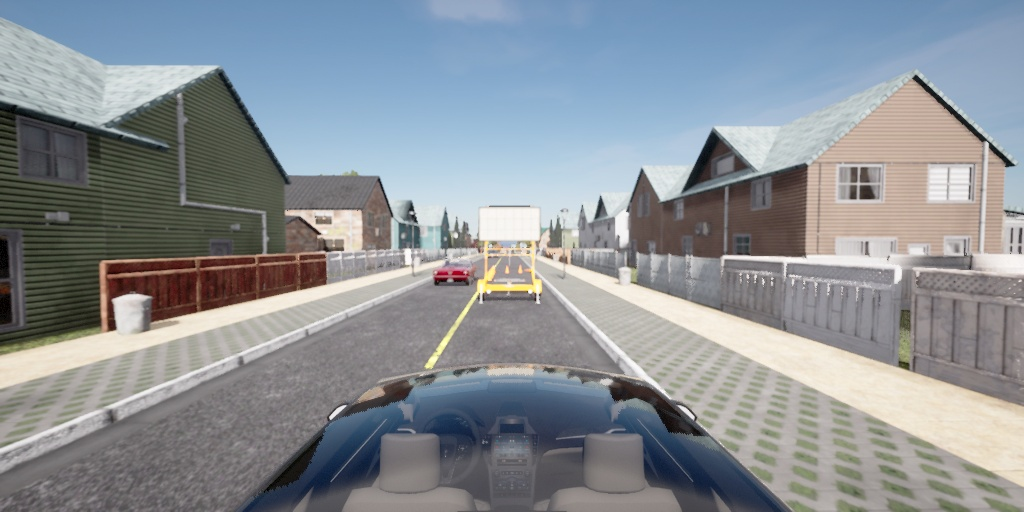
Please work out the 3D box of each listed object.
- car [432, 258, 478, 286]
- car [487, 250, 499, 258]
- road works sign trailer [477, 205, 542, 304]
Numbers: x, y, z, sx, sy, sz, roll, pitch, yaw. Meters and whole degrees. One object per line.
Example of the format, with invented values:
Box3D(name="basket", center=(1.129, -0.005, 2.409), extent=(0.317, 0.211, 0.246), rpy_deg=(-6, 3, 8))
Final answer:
Box3D(name="car", center=(-2.989, 0.816, 19.484), extent=(1.895, 1.301, 4.718), rpy_deg=(0, 2, 0))
Box3D(name="car", center=(-3.266, -0.397, 61.832), extent=(1.837, 1.490, 4.892), rpy_deg=(0, 2, 0))
Box3D(name="road works sign trailer", center=(-0.090, -0.160, 13.983), extent=(2.380, 3.560, 2.880), rpy_deg=(0, 0, 0))
